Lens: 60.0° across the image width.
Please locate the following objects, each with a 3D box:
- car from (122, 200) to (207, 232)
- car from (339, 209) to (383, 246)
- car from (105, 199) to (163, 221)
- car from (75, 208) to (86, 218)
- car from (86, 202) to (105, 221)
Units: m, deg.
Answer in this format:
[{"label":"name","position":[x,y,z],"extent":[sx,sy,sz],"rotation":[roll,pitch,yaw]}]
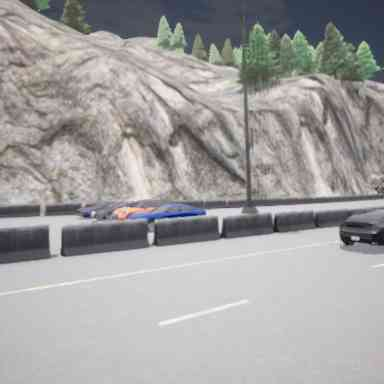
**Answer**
[{"label":"car","position":[-1.361,1.459,20.105],"extent":[5.008,1.535,1.882],"rotation":[0,0,-35]},{"label":"car","position":[8.047,1.474,13.792],"extent":[4.892,1.490,1.837],"rotation":[0,0,-36]},{"label":"car","position":[-3.265,1.328,23.045],"extent":[4.553,1.767,2.097],"rotation":[0,0,-35]},{"label":"car","position":[-7.217,1.525,28.823],"extent":[5.357,1.411,2.033],"rotation":[0,0,-35]},{"label":"car","position":[-5.308,1.473,25.886],"extent":[4.902,1.511,2.128],"rotation":[0,0,-35]}]
